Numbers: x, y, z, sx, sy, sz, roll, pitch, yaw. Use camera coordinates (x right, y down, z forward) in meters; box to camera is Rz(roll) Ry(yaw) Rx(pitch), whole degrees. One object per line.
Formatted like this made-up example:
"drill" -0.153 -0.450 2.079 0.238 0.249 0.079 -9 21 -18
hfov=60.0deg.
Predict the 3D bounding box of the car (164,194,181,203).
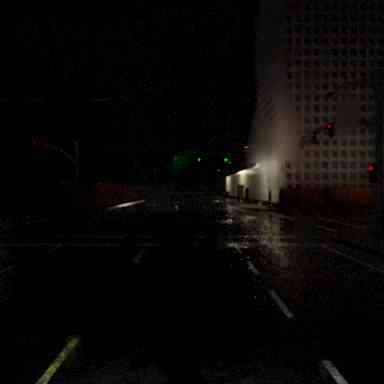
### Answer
"car" -3.535 1.138 60.217 1.837 1.490 4.892 0 0 1

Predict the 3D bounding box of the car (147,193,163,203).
"car" -7.035 1.125 60.308 2.128 1.511 4.902 0 0 1

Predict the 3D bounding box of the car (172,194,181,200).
"car" -3.503 1.089 75.599 1.994 1.385 4.181 0 0 0
